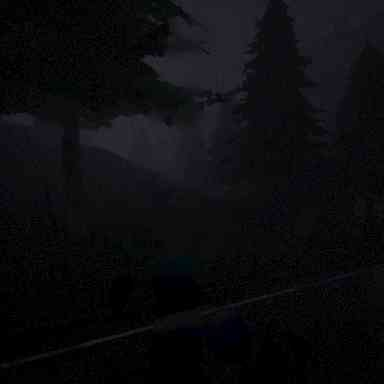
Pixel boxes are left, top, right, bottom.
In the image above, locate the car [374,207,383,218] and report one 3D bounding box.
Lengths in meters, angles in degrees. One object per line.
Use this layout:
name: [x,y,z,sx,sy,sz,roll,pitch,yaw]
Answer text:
car: [17.191,1.493,26.461,1.882,1.535,5.008,-1,1,-36]
